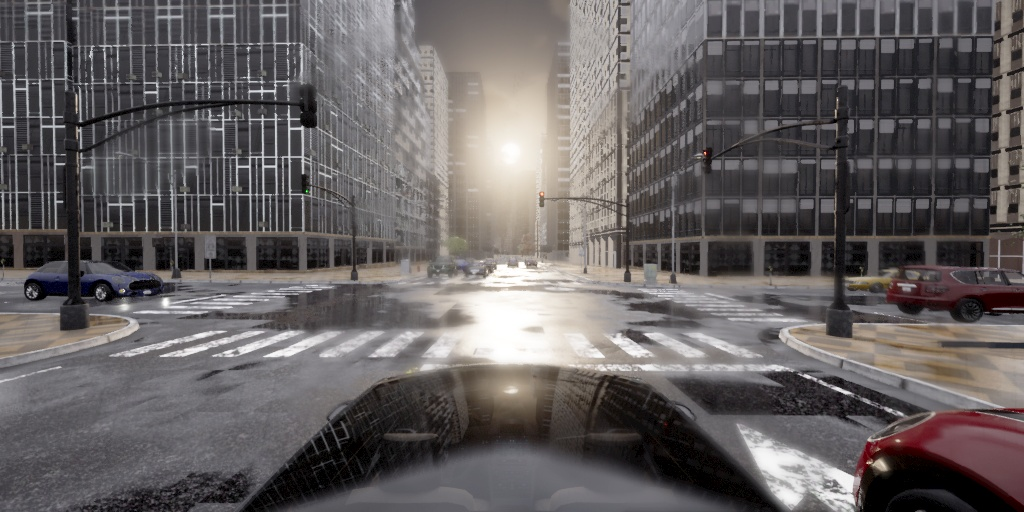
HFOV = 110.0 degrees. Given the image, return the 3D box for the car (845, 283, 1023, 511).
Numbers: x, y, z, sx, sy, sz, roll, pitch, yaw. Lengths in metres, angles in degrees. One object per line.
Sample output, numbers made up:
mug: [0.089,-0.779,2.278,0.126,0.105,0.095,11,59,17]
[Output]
car: [3.253,1.103,0.410,2.097,1.767,4.553,0,0,0]

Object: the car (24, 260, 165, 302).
car: [-18.151,0.971,15.742,4.553,1.767,2.097,1,1,3]

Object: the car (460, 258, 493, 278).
car: [-3.246,1.224,33.941,2.128,1.511,4.902,0,0,1]

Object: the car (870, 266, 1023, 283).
car: [16.224,1.281,12.525,5.009,1.841,2.192,0,0,1]

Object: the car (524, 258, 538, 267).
car: [3.449,1.303,63.380,1.895,1.301,4.718,0,0,0]

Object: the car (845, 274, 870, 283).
car: [21.862,1.409,20.791,4.829,1.417,1.751,0,0,1]

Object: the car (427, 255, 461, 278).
car: [-6.487,0.954,34.183,2.150,2.045,5.566,0,0,0]

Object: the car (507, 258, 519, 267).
car: [0.199,1.267,63.362,1.994,1.385,4.181,0,0,0]

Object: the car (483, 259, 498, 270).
car: [-3.176,1.261,53.925,2.033,1.411,5.357,0,0,0]

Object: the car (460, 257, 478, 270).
car: [-6.423,1.065,53.816,2.097,1.767,4.553,0,0,0]

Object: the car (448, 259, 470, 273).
car: [-6.464,1.201,44.148,1.882,1.535,5.008,0,0,0]

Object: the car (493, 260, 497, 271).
car: [-3.218,1.325,43.222,1.895,1.301,4.718,0,0,0]
